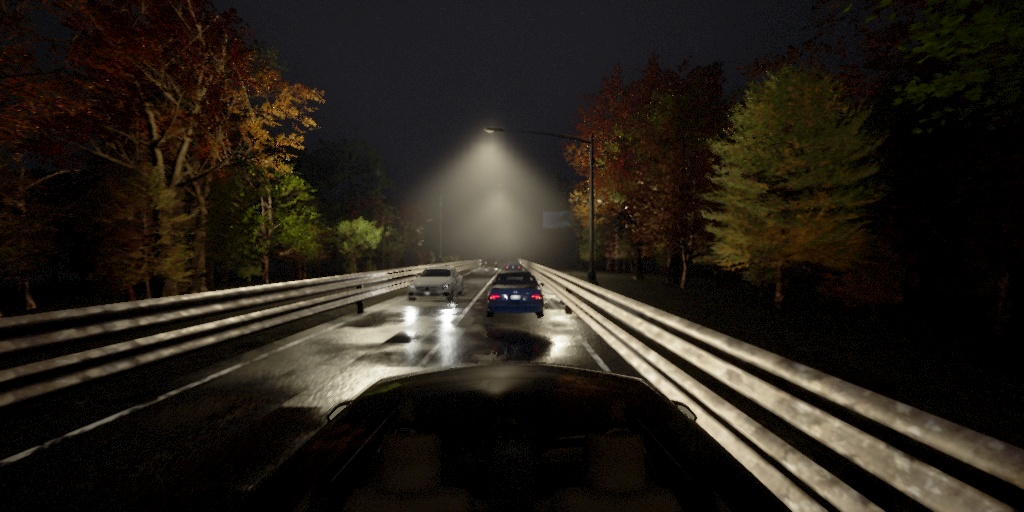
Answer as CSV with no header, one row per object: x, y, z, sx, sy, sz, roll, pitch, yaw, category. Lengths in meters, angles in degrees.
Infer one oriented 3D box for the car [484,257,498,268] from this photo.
-3.313,1.032,58.127,2.097,1.767,4.553,0,0,0,car

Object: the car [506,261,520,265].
0.107,1.219,38.820,2.033,1.411,5.357,0,0,0,car

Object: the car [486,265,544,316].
0.102,1.231,12.907,2.033,1.411,5.357,0,0,0,car

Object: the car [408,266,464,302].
-3.346,1.199,16.483,1.812,1.442,4.674,0,0,0,car
